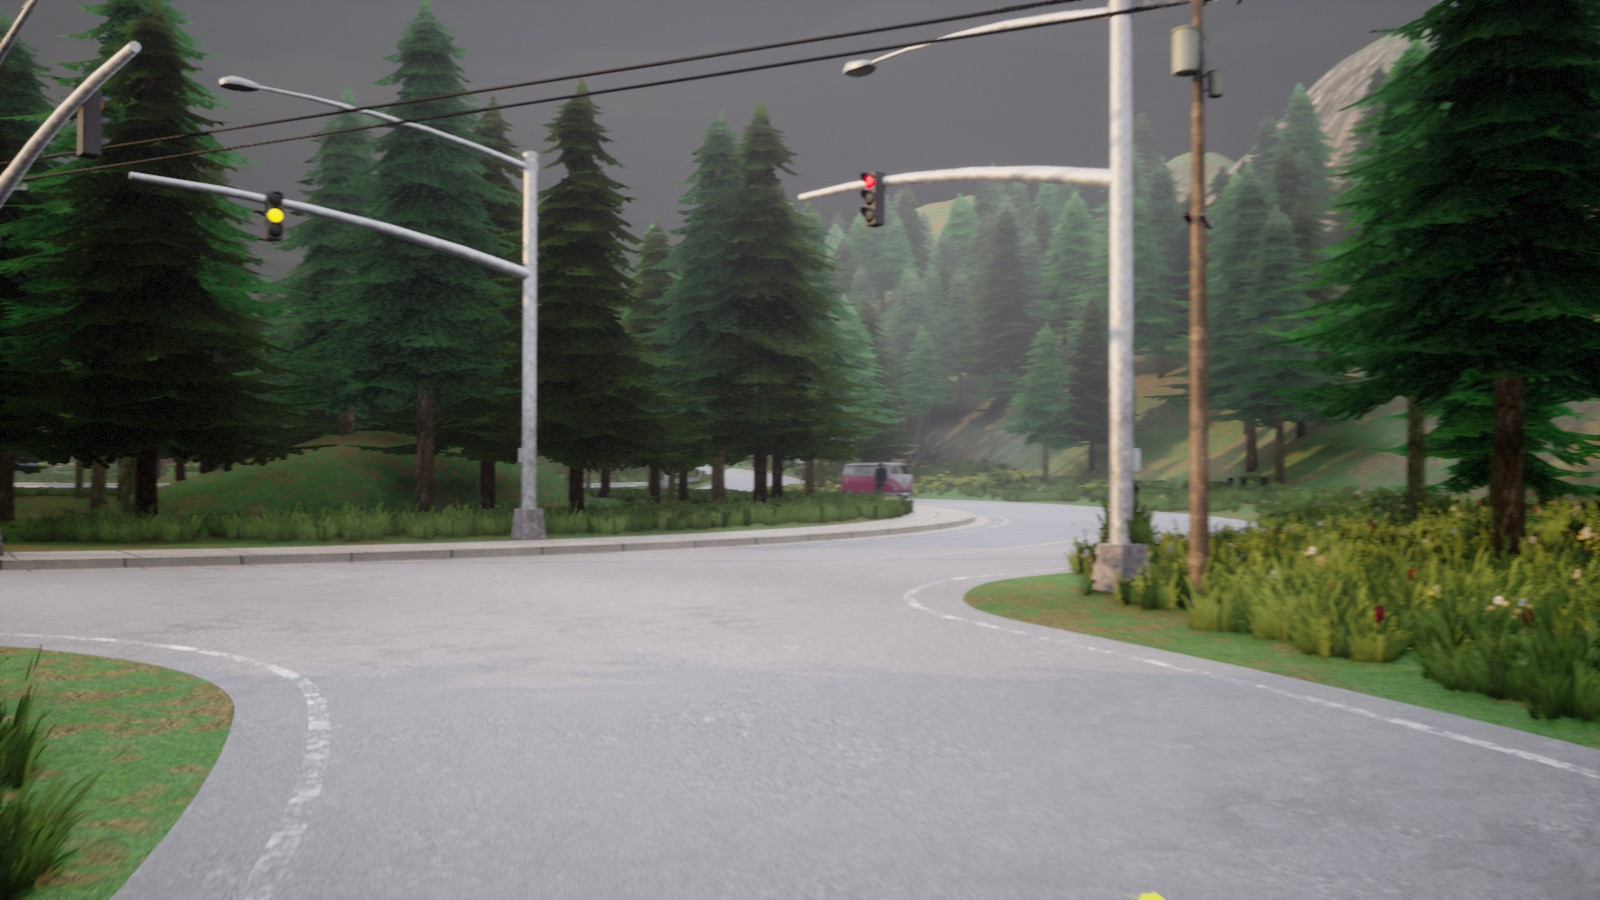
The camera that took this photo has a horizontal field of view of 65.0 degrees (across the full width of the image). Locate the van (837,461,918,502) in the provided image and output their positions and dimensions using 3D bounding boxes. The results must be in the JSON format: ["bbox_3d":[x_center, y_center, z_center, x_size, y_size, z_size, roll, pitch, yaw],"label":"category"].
[{"bbox_3d":[3.887,1.590,63.887,1.775,1.987,4.442,1,-1,-33],"label":"van"}]

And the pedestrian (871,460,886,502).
[{"bbox_3d":[3.405,1.347,54.624,0.402,1.842,0.726,0,-1,-16],"label":"pedestrian"}]
